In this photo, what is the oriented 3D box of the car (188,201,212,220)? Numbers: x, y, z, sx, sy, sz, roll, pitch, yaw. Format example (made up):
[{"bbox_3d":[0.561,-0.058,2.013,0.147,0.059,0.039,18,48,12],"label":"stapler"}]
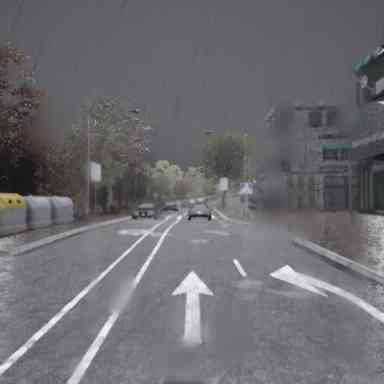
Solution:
[{"bbox_3d":[0.703,1.677,29.222,1.994,1.385,4.181,0,-1,2],"label":"car"}]

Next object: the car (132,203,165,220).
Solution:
[{"bbox_3d":[-3.805,1.659,28.364,1.994,1.385,4.181,0,-1,2],"label":"car"}]

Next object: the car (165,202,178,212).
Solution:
[{"bbox_3d":[-3.071,2.129,48.412,2.033,1.411,5.357,0,-1,2],"label":"car"}]

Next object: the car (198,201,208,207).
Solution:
[{"bbox_3d":[2.664,2.908,80.730,2.033,1.411,5.357,0,-1,5],"label":"car"}]

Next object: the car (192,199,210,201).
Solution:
[{"bbox_3d":[1.316,2.114,47.816,2.033,1.411,5.357,0,-1,2],"label":"car"}]

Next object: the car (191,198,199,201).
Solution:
[{"bbox_3d":[-0.132,3.023,87.776,2.002,1.452,4.674,-2,1,6],"label":"car"}]
